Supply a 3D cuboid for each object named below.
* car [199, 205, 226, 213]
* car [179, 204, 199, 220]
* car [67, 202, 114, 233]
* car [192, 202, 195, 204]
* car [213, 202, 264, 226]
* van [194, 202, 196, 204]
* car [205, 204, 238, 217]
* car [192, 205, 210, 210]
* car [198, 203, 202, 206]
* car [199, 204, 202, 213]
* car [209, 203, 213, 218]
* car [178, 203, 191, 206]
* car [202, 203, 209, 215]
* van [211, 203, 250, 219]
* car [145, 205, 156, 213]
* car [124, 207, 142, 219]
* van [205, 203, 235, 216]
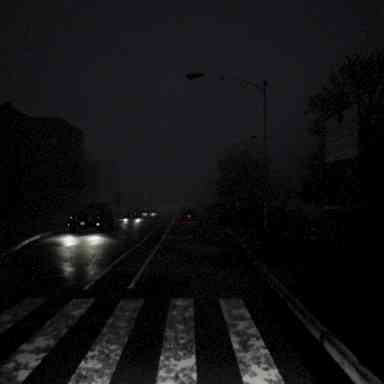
[{"bbox_3d":[3.982,3.410,65.390,4.892,1.521,2.231,1,-2,-22],"label":"car"},{"bbox_3d":[-0.430,2.613,40.946,1.837,1.490,4.892,0,-2,-2],"label":"car"},{"bbox_3d":[-6.989,1.704,23.563,2.150,2.045,5.566,0,-2,-3],"label":"car"},{"bbox_3d":[3.262,3.850,80.225,5.008,1.535,2.097,1,-2,-23],"label":"car"},{"bbox_3d":[5.151,1.938,29.904,5.566,2.045,2.435,2,-3,-22],"label":"car"},{"bbox_3d":[3.542,3.542,77.316,4.442,1.987,1.878,1,-2,-23],"label":"van"},{"bbox_3d":[4.493,2.801,50.589,4.553,1.767,2.185,2,-2,-22],"label":"car"},{"bbox_3d":[2.488,4.214,92.037,4.674,1.452,2.002,1,-2,-24],"label":"car"},{"bbox_3d":[4.353,3.222,59.523,5.366,1.575,1.946,2,-2,-22],"label":"car"},{"bbox_3d":[4.299,3.154,56.505,4.792,1.488,2.163,1,-2,-22],"label":"car"},{"bbox_3d":[5.010,2.044,32.827,5.566,2.045,2.435,2,-2,-22],"label":"car"},{"bbox_3d":[-1.581,3.660,71.296,1.994,1.385,4.181,0,-2,-3],"label":"car"},{"bbox_3d":[4.684,2.471,44.682,5.566,2.045,2.435,2,-2,-22],"label":"car"},{"bbox_3d":[4.855,2.394,41.760,4.442,1.987,1.878,2,-2,-22],"label":"van"},{"bbox_3d":[-8.330,3.333,66.978,2.097,1.767,4.553,0,-2,-3],"label":"car"},{"bbox_3d":[-7.647,2.713,43.509,1.837,1.490,4.892,0,-2,-2],"label":"car"},{"bbox_3d":[4.475,2.803,53.591,4.442,1.987,1.878,1,-2,-22],"label":"van"}]
